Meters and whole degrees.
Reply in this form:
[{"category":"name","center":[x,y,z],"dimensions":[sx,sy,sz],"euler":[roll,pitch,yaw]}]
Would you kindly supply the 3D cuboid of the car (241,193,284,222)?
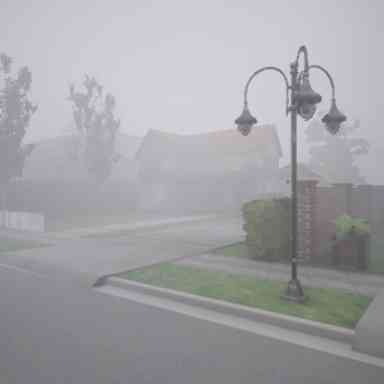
[{"category":"car","center":[4.867,1.006,21.851],"dimensions":[1.905,1.878,3.866],"euler":[0,0,36]}]
